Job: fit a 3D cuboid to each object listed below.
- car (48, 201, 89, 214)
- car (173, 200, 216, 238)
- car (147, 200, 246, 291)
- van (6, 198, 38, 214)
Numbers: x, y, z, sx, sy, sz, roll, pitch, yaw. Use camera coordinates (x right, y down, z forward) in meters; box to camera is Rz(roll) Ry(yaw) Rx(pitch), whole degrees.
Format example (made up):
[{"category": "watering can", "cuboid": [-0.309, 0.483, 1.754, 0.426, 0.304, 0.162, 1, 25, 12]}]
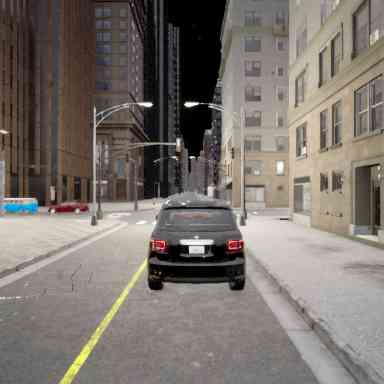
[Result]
[{"category": "car", "cuboid": [-13.917, 1.724, 37.529, 4.507, 1.381, 1.887, -1, 0, 0]}, {"category": "car", "cuboid": [0.126, 1.357, 18.636, 2.097, 1.767, 4.553, 0, 0, 0]}, {"category": "car", "cuboid": [0.115, 1.223, 9.187, 2.150, 2.045, 5.566, 0, 0, 0]}, {"category": "van", "cuboid": [-19.544, 1.588, 37.558, 3.998, 1.788, 1.690, -1, 0, 0]}]
